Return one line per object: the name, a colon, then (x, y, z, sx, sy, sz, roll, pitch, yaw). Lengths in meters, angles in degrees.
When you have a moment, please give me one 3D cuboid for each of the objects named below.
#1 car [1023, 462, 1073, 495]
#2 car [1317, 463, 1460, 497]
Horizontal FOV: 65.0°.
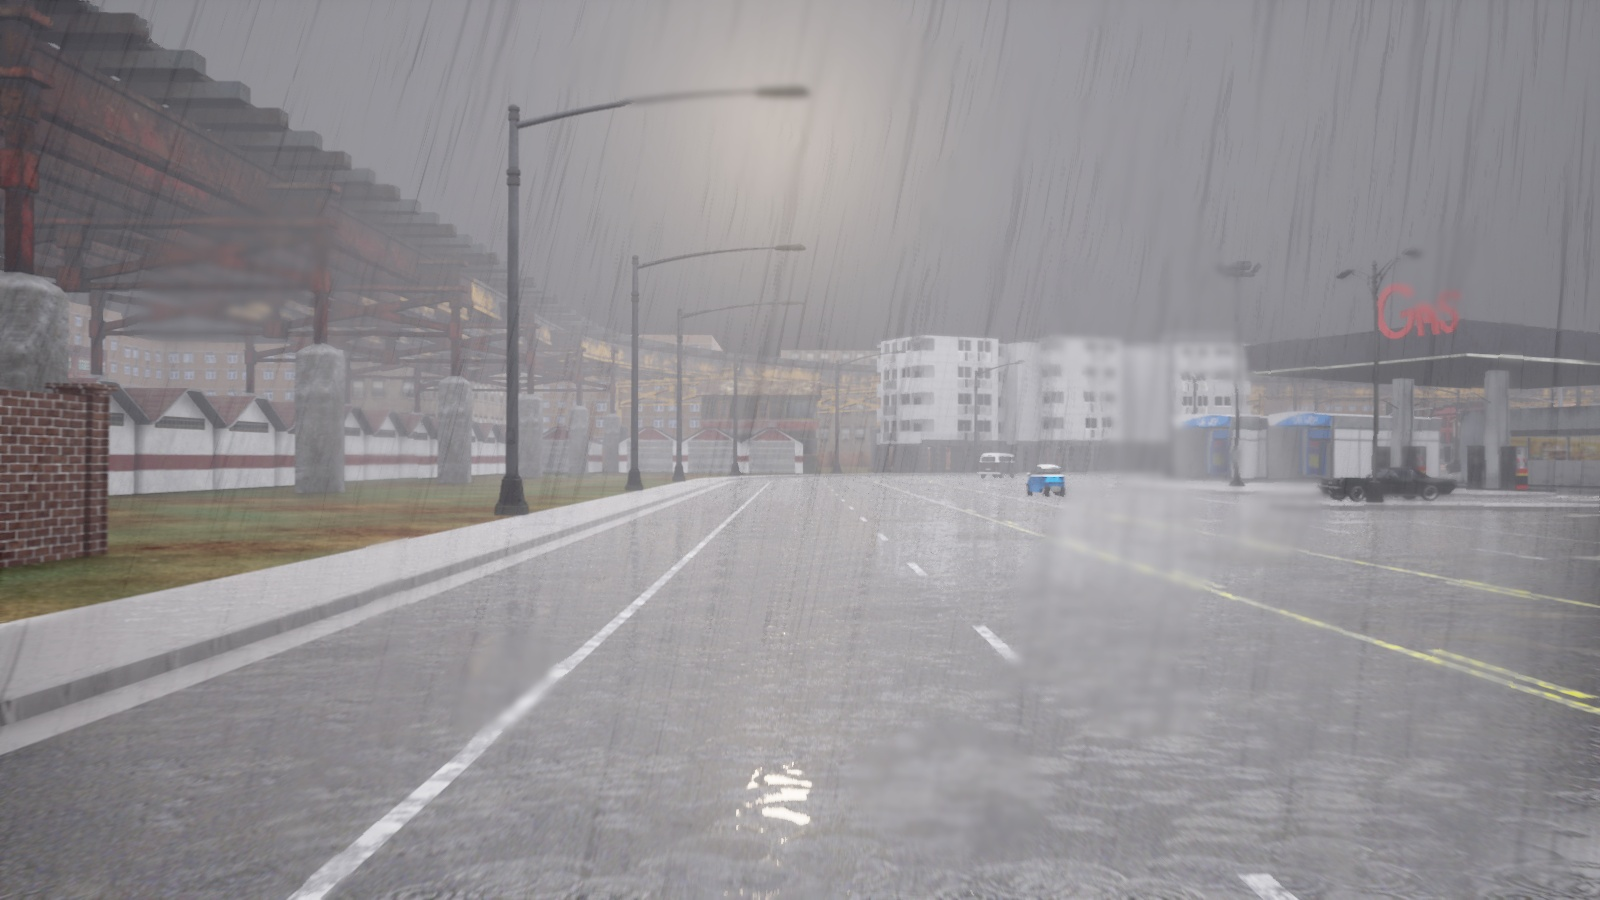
car: (10.632, 1.204, 53.901, 1.481, 1.376, 2.207, 0, 0, -7)
car: (23.064, 1.174, 49.309, 4.718, 1.301, 1.895, 0, 0, 0)
